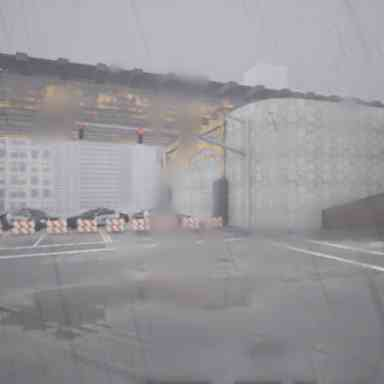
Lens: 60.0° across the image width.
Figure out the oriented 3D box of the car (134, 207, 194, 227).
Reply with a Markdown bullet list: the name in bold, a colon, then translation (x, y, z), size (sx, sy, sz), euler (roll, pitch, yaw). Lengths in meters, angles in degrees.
- **car**: translation (-2.346, 2.031, 27.859), size (4.974, 1.542, 2.038), euler (0, -1, 11)

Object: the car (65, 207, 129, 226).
- **car**: translation (-7.185, 1.824, 25.514), size (1.853, 1.218, 4.536), euler (-1, -1, 36)

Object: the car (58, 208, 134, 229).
- **car**: translation (-7.215, 1.981, 25.468), size (2.038, 1.542, 4.974), euler (-1, -1, 36)

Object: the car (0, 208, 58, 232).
- **car**: translation (-11.600, 1.950, 24.051), size (4.974, 1.542, 2.038), euler (-1, -1, 26)

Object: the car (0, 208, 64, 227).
- **car**: translation (-11.647, 1.793, 24.076), size (4.536, 1.218, 1.853), euler (-1, -1, 26)

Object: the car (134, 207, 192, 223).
- **car**: translation (-2.397, 1.874, 27.872), size (4.536, 1.218, 1.853), euler (0, -1, 11)
